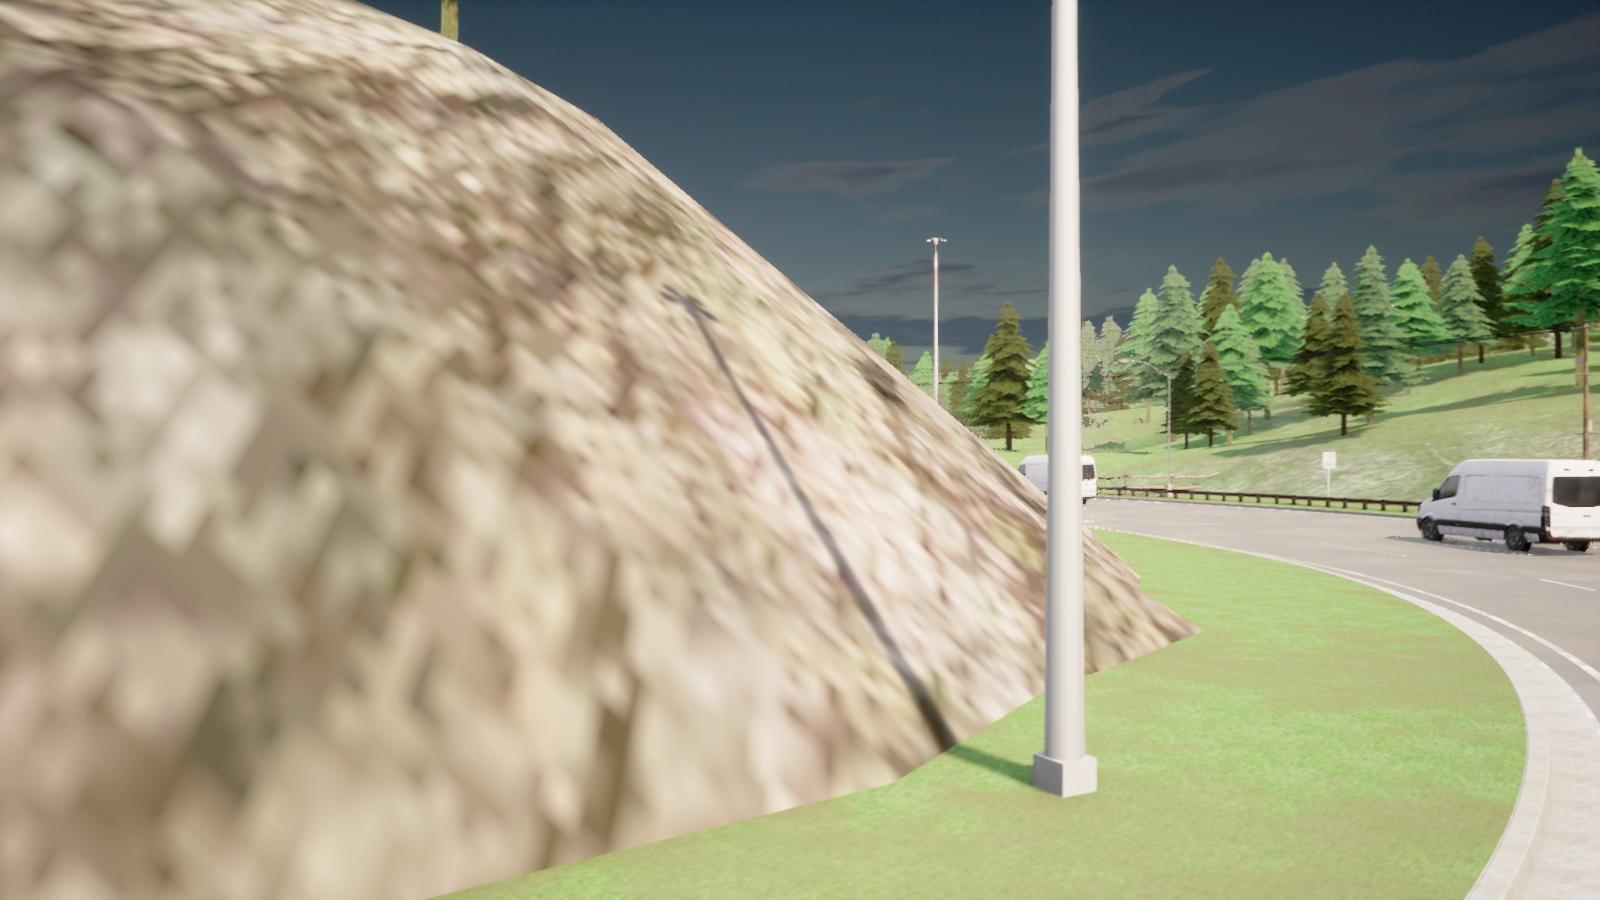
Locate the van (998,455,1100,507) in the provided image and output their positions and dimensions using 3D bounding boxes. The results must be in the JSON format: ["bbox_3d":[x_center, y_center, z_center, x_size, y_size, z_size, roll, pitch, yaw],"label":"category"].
[{"bbox_3d":[12.967,1.549,59.895,1.988,2.561,5.915,0,0,-26],"label":"van"}]

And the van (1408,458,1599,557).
[{"bbox_3d":[20.447,1.541,33.204,1.988,2.561,5.915,1,0,-5],"label":"van"}]
